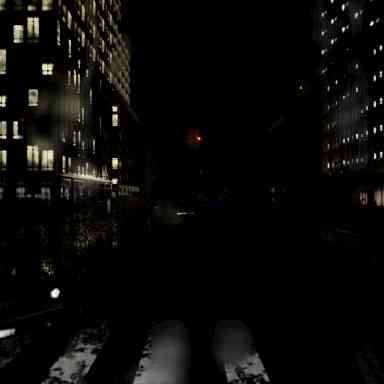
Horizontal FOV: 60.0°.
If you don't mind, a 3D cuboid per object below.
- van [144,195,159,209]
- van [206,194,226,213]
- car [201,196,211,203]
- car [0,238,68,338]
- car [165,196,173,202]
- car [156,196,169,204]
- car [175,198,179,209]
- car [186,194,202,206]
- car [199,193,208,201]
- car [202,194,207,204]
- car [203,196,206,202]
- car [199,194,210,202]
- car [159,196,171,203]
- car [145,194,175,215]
[{"bbox_3d":[-5.702,1.340,47.037,1.690,1.788,3.998,0,0,0],"label":"van"},{"bbox_3d":[2.735,1.340,35.919,1.690,1.788,3.998,0,0,0],"label":"van"},{"bbox_3d":[2.792,1.541,69.151,1.887,1.381,4.507,0,0,0],"label":"car"},{"bbox_3d":[-4.030,1.592,6.117,1.895,1.301,4.718,1,0,-42],"label":"car"},{"bbox_3d":[-5.531,1.577,80.273,1.802,1.307,4.206,0,0,0],"label":"car"},{"bbox_3d":[-5.617,1.564,63.655,1.947,1.339,4.313,0,0,0],"label":"car"},{"bbox_3d":[-3.129,1.525,43.592,1.812,1.442,4.674,0,0,0],"label":"car"},{"bbox_3d":[0.128,1.350,55.477,2.097,1.767,4.553,0,0,0],"label":"car"},{"bbox_3d":[2.879,1.309,85.769,2.192,1.841,5.009,0,0,0],"label":"car"},{"bbox_3d":[2.764,1.313,63.612,2.192,1.841,5.009,0,0,0],"label":"car"},{"bbox_3d":[2.672,1.544,41.458,1.887,1.381,4.507,0,0,0],"label":"car"},{"bbox_3d":[2.821,1.311,74.691,2.192,1.841,5.009,0,0,0],"label":"car"},{"bbox_3d":[-5.589,1.548,69.193,2.008,1.369,4.403,0,0,0],"label":"car"},{"bbox_3d":[-3.182,1.222,33.613,2.150,2.045,5.566,0,0,0],"label":"car"}]
